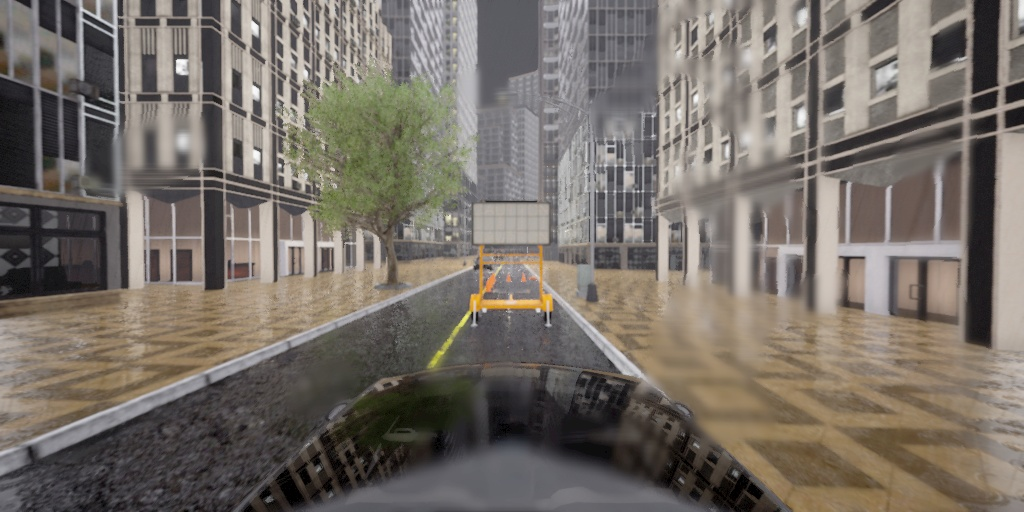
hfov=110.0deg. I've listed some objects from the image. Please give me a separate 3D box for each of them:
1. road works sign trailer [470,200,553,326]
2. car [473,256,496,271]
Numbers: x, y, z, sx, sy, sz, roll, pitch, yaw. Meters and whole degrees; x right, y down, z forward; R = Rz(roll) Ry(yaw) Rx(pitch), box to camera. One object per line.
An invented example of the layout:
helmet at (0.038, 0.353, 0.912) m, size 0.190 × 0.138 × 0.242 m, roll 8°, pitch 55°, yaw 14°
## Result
road works sign trailer at (-0.022, 0.081, 11.074) m, size 2.380 × 3.560 × 2.880 m, roll 0°, pitch 0°, yaw 0°
car at (-2.925, 0.775, 37.227) m, size 1.837 × 1.490 × 4.892 m, roll 0°, pitch 1°, yaw 0°
